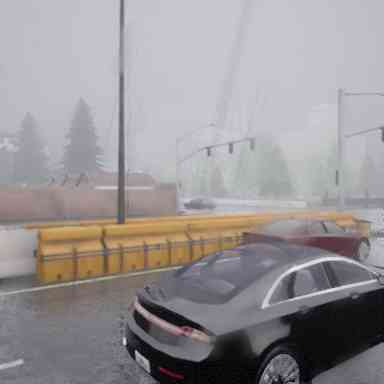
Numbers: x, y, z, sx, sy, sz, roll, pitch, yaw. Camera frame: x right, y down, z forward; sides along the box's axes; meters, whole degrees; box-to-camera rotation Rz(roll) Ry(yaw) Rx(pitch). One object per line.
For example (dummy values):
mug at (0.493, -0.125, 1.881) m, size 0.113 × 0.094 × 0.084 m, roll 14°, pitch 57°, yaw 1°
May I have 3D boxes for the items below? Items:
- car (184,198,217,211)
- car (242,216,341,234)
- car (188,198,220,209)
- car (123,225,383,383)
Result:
car at (0.945, 1.719, 43.378) m, size 1.895 × 1.301 × 4.718 m, roll 0°, pitch 0°, yaw -33°
car at (3.784, 1.519, 10.745) m, size 5.008 × 1.535 × 1.882 m, roll 0°, pitch 0°, yaw -36°
car at (1.695, 1.626, 48.619) m, size 2.128 × 1.511 × 4.902 m, roll 0°, pitch 0°, yaw -33°
car at (1.469, 1.510, 4.795) m, size 4.902 × 1.511 × 2.128 m, roll 0°, pitch 0°, yaw -36°
